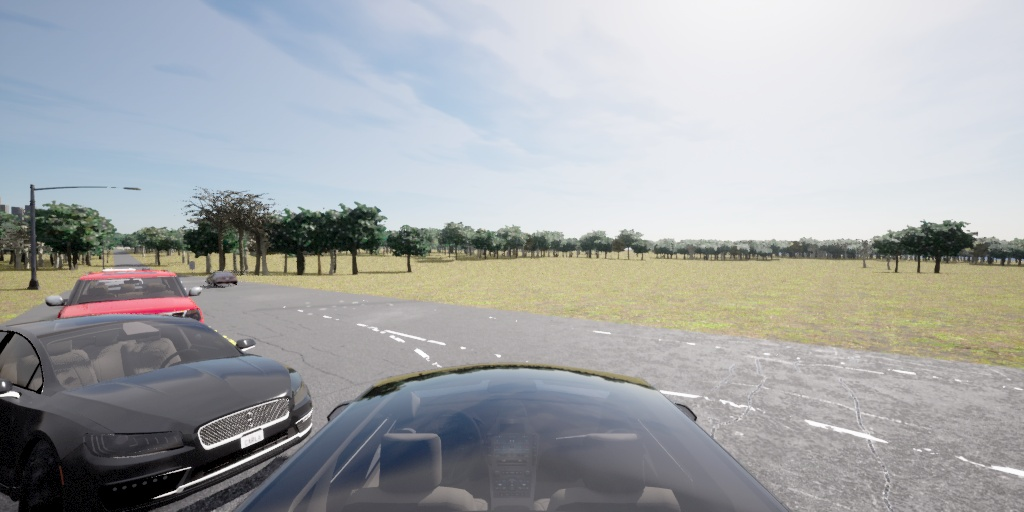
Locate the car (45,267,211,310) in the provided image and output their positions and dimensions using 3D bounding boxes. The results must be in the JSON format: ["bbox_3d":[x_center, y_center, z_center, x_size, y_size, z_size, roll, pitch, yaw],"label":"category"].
[{"bbox_3d":[-9.310,1.386,8.766,5.566,2.045,2.150,-2,0,42],"label":"car"}]

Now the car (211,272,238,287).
[{"bbox_3d":[-29.149,2.289,36.011,5.357,1.411,2.033,-2,0,42],"label":"car"}]

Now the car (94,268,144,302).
[{"bbox_3d":[-27.584,1.891,25.203,5.566,2.045,2.150,-2,0,42],"label":"car"}]

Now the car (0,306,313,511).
[{"bbox_3d":[-4.488,1.445,4.028,4.892,1.490,1.837,-3,-3,22],"label":"car"}]
